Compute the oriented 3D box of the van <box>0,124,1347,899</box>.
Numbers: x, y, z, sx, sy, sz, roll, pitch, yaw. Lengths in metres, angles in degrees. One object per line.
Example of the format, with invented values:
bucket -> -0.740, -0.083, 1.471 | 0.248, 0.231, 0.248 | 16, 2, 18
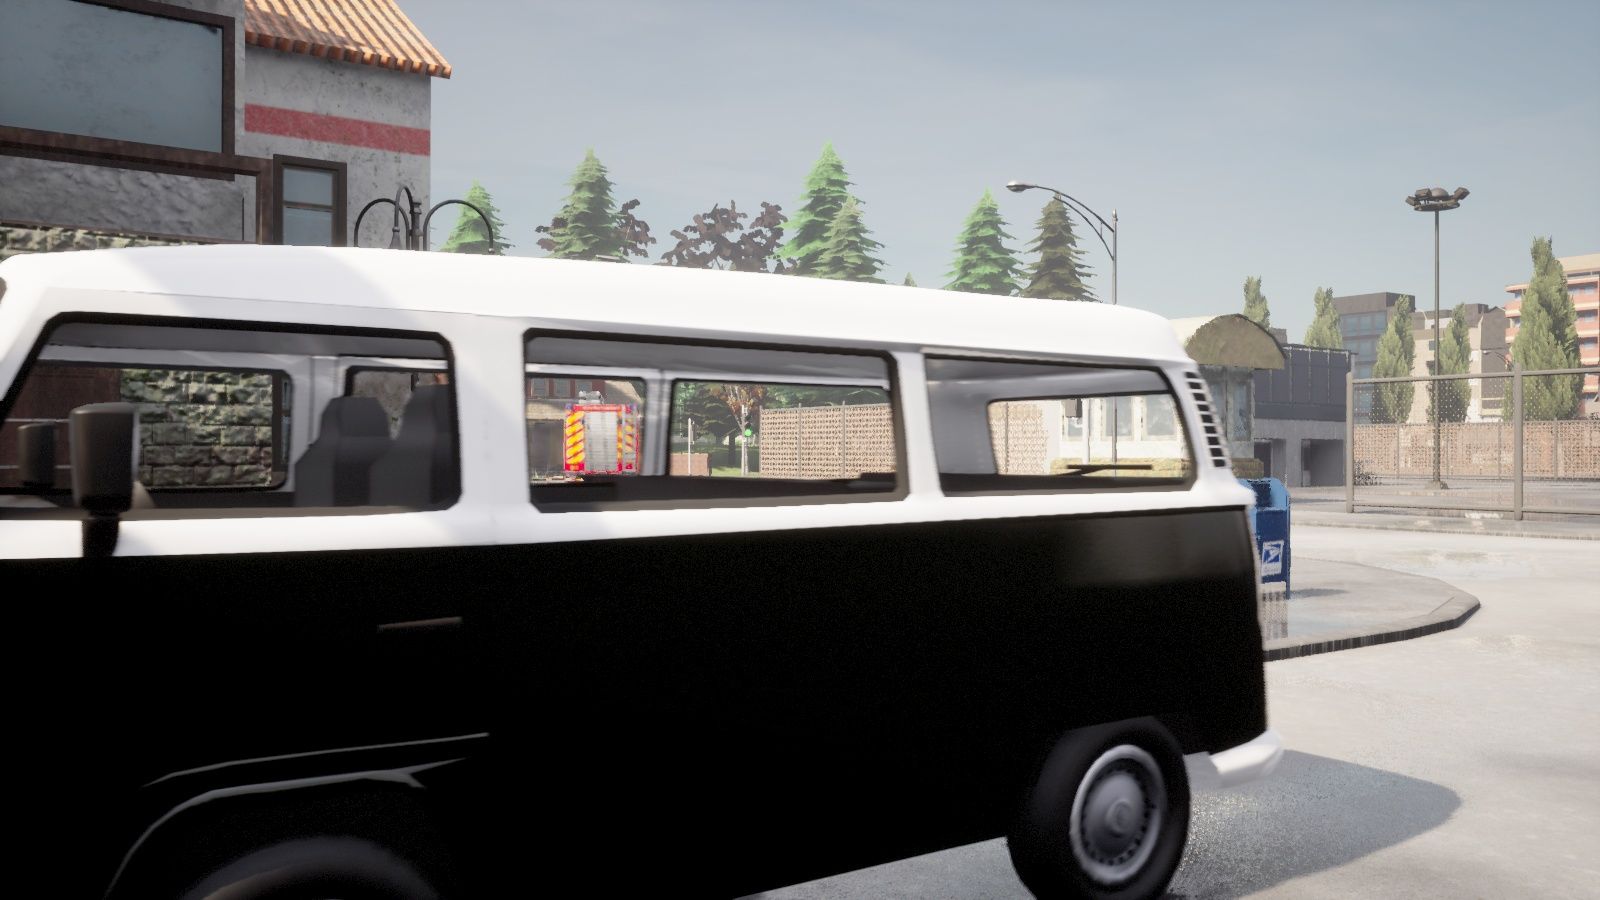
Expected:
van -> -0.578, 0.479, 3.856 | 4.480, 2.038, 2.069 | 0, 0, -34
